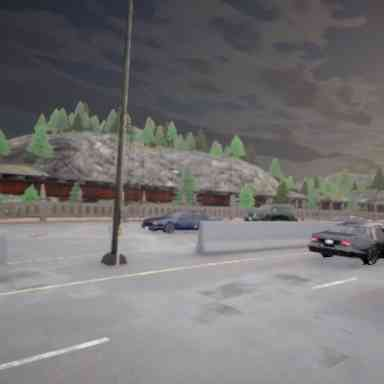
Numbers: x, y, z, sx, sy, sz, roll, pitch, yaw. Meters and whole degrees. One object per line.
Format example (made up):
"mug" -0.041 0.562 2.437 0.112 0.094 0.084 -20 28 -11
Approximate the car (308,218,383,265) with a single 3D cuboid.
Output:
"car" 6.745 1.877 12.857 5.357 1.411 2.033 3 -2 -35

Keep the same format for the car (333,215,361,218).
"car" 11.677 2.467 25.219 5.357 1.411 2.033 4 -2 -35

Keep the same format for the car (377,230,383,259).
"car" 6.965 1.792 8.714 4.181 1.385 1.994 3 -2 -35

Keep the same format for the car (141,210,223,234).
"car" -0.452 1.821 20.867 5.357 1.411 2.033 3 -2 -35

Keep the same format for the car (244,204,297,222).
"car" 7.325 2.124 30.709 5.566 2.045 2.150 4 -2 -35
